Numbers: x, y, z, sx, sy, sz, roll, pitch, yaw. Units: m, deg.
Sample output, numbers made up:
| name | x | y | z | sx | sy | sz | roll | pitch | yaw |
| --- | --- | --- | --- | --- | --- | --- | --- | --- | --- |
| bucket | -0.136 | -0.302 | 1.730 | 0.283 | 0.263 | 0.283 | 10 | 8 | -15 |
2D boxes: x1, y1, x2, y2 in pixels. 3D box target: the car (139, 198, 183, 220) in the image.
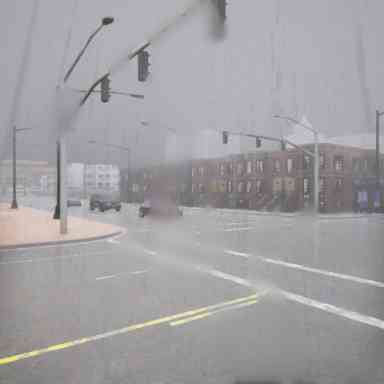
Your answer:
| name | x | y | z | sx | sy | sz | roll | pitch | yaw |
| --- | --- | --- | --- | --- | --- | --- | --- | --- | --- |
| car | -2.699 | 1.352 | 28.273 | 2.097 | 1.767 | 4.553 | 0 | 0 | -35 |

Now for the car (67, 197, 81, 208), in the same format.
| name | x | y | z | sx | sy | sz | roll | pitch | yaw |
| --- | --- | --- | --- | --- | --- | --- | --- | --- | --- |
| car | -17.994 | 1.527 | 49.599 | 1.812 | 1.442 | 4.674 | 0 | 1 | -36 |

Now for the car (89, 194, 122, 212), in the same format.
| name | x | y | z | sx | sy | sz | roll | pitch | yaw |
| --- | --- | --- | --- | --- | --- | --- | --- | --- | --- |
| car | -10.170 | 1.219 | 38.668 | 2.150 | 2.045 | 5.566 | 0 | 0 | -36 |
